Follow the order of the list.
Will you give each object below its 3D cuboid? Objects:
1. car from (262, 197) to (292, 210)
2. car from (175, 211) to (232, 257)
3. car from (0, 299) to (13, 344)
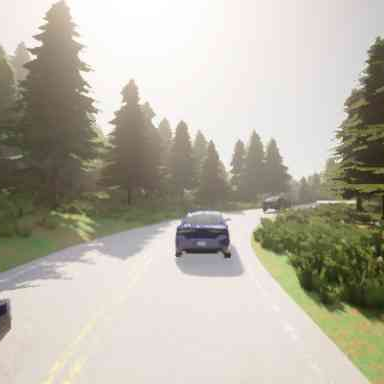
[{"bbox_3d":[8.937,1.246,34.535,1.837,1.490,4.892,-5,-2,36],"label":"car"},{"bbox_3d":[0.515,1.463,12.963,1.882,1.535,5.008,-1,0,5],"label":"car"},{"bbox_3d":[-3.265,1.599,2.064,1.895,1.301,4.718,0,0,1],"label":"car"}]
